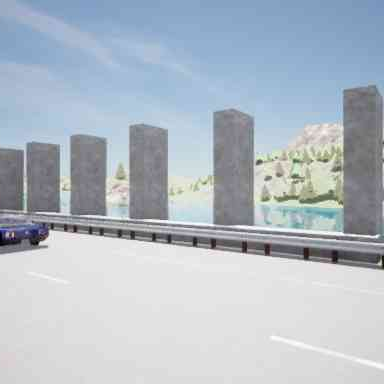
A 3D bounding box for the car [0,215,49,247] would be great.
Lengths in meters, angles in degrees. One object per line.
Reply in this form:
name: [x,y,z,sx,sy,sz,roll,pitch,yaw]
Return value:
car: [-8.145,1.614,14.010,4.718,1.301,1.895,0,0,36]
